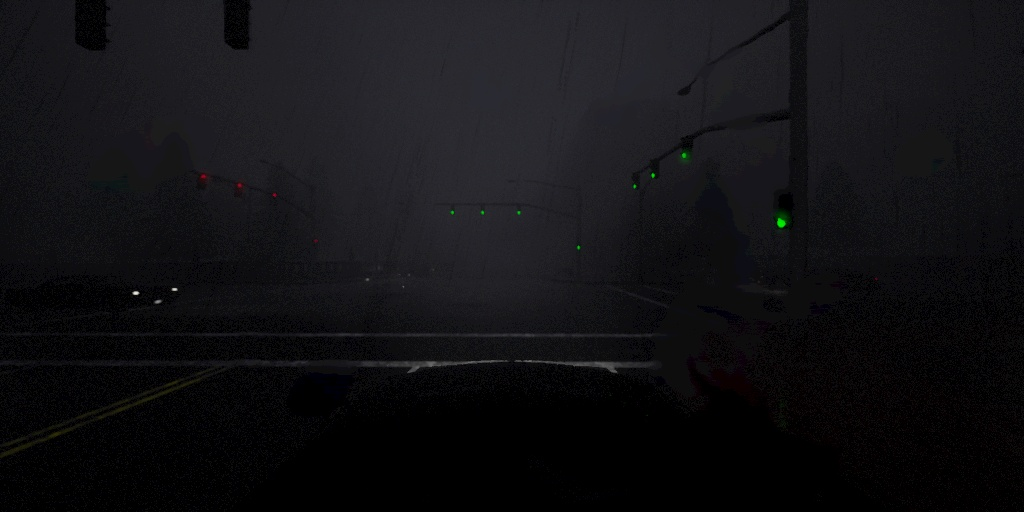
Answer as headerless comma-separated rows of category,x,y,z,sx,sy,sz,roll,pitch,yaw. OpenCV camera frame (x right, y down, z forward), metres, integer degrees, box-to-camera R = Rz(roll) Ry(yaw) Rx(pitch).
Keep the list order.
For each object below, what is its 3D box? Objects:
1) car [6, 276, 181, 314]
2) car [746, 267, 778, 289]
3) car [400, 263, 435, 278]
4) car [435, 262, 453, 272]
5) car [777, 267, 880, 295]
car,-15.533,1.401,13.517,4.718,1.301,1.895,0,0,1
car,17.988,1.411,23.735,4.181,1.385,1.994,0,0,1
car,-9.771,1.450,36.839,2.033,1.411,5.357,0,0,1
car,-9.596,1.510,50.751,2.033,1.411,5.357,0,0,1
car,17.959,1.395,20.236,4.181,1.385,1.994,0,0,1
